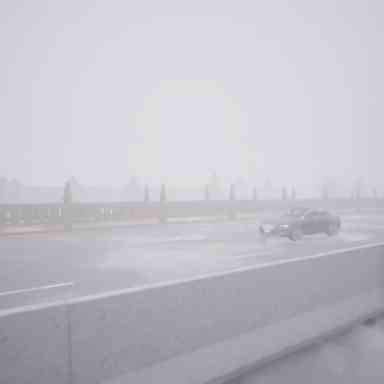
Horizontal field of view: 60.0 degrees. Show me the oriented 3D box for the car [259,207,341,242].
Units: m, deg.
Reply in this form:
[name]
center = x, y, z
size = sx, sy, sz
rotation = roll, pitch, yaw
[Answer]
[car]
center = 5.393, 1.491, 16.439
size = 4.902, 1.511, 2.128
rotation = 0, 0, -36
